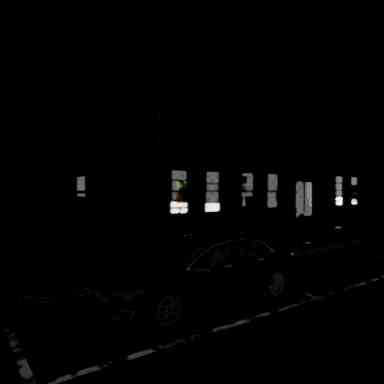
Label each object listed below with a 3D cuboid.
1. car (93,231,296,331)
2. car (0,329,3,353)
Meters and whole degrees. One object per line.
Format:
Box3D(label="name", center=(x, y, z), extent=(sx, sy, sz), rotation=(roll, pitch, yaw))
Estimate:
Box3D(label="car", center=(0.252, 1.528, 6.729), extent=(4.403, 1.369, 2.008), rotation=(0, 0, -35))
Box3D(label="car", center=(-4.391, 1.448, 3.435), extent=(4.097, 1.590, 1.967), rotation=(0, 0, -35))
